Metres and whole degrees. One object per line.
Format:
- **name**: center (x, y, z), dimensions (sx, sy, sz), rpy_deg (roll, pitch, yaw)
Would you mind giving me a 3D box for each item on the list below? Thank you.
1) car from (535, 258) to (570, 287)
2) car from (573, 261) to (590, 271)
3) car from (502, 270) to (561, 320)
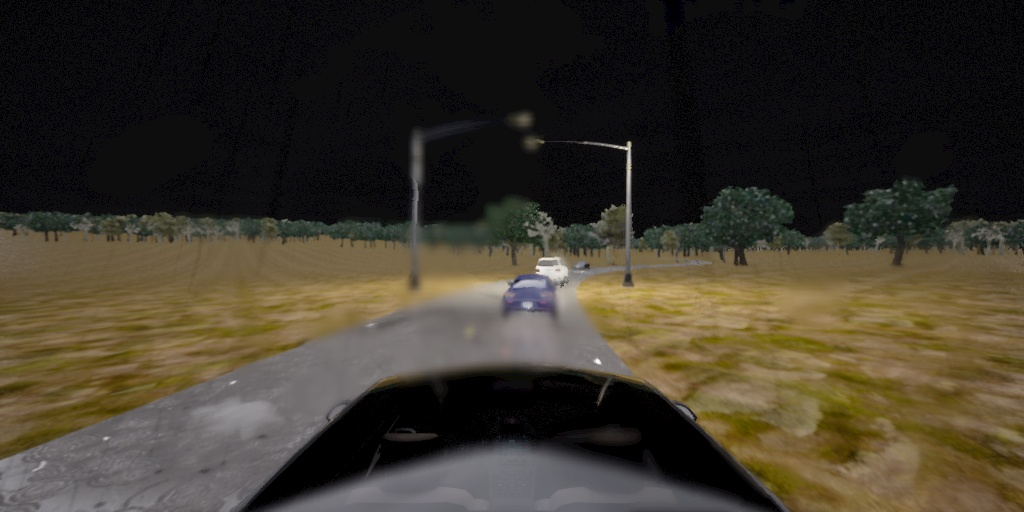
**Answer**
- **car**: center (3.134, 1.196, 27.448), dimensions (2.150, 2.045, 5.566), rpy_deg (0, 0, 13)
- **car**: center (11.560, 1.614, 59.271), dimensions (2.128, 1.511, 4.902), rpy_deg (1, 0, 27)
- **car**: center (0.771, 1.386, 13.188), dimensions (1.812, 1.442, 4.674), rpy_deg (0, -1, 7)
